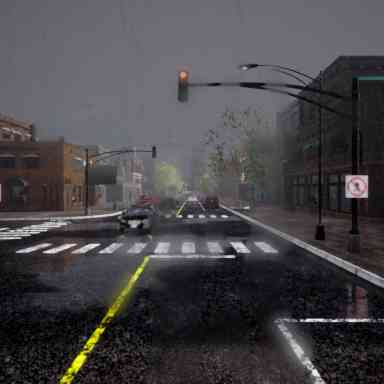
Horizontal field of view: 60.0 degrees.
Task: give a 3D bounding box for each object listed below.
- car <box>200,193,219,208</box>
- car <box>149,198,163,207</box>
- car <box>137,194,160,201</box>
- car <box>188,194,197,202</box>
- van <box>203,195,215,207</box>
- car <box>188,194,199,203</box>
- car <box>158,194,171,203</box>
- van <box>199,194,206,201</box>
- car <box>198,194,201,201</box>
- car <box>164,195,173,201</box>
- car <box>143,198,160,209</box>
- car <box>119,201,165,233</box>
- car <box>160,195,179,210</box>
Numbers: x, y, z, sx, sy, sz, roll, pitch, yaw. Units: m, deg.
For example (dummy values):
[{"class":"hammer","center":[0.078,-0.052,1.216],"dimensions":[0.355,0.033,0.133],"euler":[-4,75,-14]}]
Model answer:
[{"class":"car","center":[2.709,1.305,46.927],"dimensions":[2.192,1.841,5.009],"euler":[-1,0,0]},{"class":"car","center":[-5.667,1.570,52.475],"dimensions":[1.802,1.307,4.206],"euler":[-1,0,0]},{"class":"car","center":[-5.674,1.306,41.386],"dimensions":[2.192,1.841,5.009],"euler":[-1,0,0]},{"class":"car","center":[0.039,1.336,79.249],"dimensions":[2.097,1.767,4.553],"euler":[0,0,0]},{"class":"van","center":[2.712,1.330,52.471],"dimensions":[1.690,1.788,3.998],"euler":[-1,0,0]},{"class":"car","center":[0.131,1.510,69.111],"dimensions":[1.812,1.442,4.674],"euler":[0,0,0]},{"class":"car","center":[-5.661,1.299,69.107],"dimensions":[2.192,1.841,5.009],"euler":[-1,0,0]},{"class":"van","center":[2.728,1.320,85.735],"dimensions":[1.690,1.788,3.998],"euler":[-1,0,0]},{"class":"car","center":[2.719,1.536,63.559],"dimensions":[2.008,1.369,4.403],"euler":[-1,0,0]},{"class":"car","center":[-5.654,1.525,80.195],"dimensions":[1.887,1.381,4.507],"euler":[-1,0,0]},{"class":"car","center":[-5.670,1.535,46.930],"dimensions":[1.887,1.381,4.507],"euler":[-1,0,0]},{"class":"car","center":[-3.101,1.538,20.251],"dimensions":[2.128,1.511,4.902],"euler":[-1,0,0]},{"class":"car","center":[-3.077,1.469,42.436],"dimensions":[1.882,1.535,5.008],"euler":[0,0,0]}]
